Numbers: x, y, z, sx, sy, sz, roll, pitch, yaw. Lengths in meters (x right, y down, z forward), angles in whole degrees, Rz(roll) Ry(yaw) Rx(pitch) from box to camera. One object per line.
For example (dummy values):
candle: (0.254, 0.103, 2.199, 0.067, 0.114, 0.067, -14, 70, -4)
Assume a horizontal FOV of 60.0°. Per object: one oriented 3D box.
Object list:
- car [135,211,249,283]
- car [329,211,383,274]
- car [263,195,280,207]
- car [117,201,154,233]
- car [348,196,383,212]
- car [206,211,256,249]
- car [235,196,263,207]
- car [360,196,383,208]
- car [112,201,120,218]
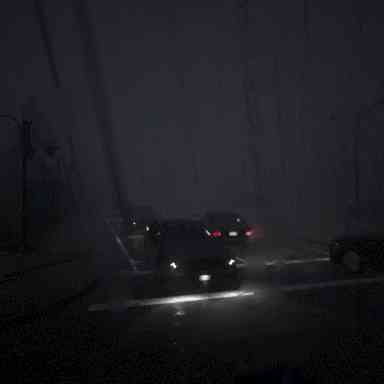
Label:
car: (-0.372, 1.542, 10.087, 2.033, 1.411, 5.357, 0, 0, -14)
car: (6.199, 1.475, 8.607, 5.008, 1.535, 1.882, 0, 0, 43)
car: (10.444, 1.277, 47.061, 2.152, 1.636, 5.027, 0, 0, -17)
car: (-3.078, 1.529, 19.928, 2.033, 1.411, 5.357, 0, 0, -17)
car: (15.644, 1.356, 29.134, 1.970, 1.475, 3.806, 0, 0, -17)
car: (1.284, 1.537, 14.381, 2.033, 1.411, 5.357, 0, 0, -4)
car: (7.454, 1.287, 46.114, 2.007, 1.523, 4.514, 0, 0, -17)
car: (23.991, 1.273, 43.097, 1.845, 1.501, 3.633, 0, 0, -17)
car: (-6.210, 1.514, 30.089, 2.033, 1.411, 5.357, 0, 0, -17)
